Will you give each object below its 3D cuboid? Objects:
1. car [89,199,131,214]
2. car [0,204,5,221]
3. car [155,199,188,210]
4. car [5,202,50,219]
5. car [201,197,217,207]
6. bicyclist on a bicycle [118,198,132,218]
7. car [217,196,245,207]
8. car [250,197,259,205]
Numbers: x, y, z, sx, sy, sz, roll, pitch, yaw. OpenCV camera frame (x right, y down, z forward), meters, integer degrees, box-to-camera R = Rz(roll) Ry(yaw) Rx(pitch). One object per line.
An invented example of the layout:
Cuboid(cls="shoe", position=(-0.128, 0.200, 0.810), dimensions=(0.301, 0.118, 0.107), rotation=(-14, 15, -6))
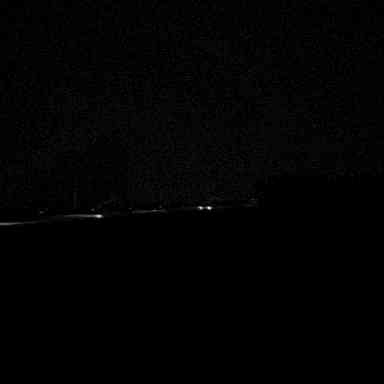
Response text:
Cuboid(cls="car", position=(-8.417, 1.496, 34.596), dimensions=(1.812, 1.442, 4.674), rotation=(-1, -1, 35))
Cuboid(cls="car", position=(-14.624, 1.518, 21.001), dimensions=(1.994, 1.385, 4.181), rotation=(-1, 0, 43))
Cuboid(cls="car", position=(-2.655, 1.558, 42.752), dimensions=(1.895, 1.301, 4.718), rotation=(-1, -1, 35))
Cuboid(cls="car", position=(-14.144, 1.539, 26.418), dimensions=(2.033, 1.411, 5.357), rotation=(-1, -1, 34))
Cuboid(cls="car", position=(3.166, 1.500, 50.948), dimensions=(1.812, 1.442, 4.674), rotation=(-1, -1, 36))
Cuboid(cls="bicyclist on a bicycle", position=(-5.675, 1.351, 28.099), dimensions=(1.656, 1.620, 0.582), rotation=(0, 0, 35))
Cuboid(cls="car", position=(6.238, 1.405, 50.354), dimensions=(1.882, 1.535, 5.008), rotation=(-1, -1, 36))
Cuboid(cls="car", position=(11.933, 1.477, 58.536), dimensions=(2.128, 1.511, 4.902), rotation=(-1, -1, 35))
